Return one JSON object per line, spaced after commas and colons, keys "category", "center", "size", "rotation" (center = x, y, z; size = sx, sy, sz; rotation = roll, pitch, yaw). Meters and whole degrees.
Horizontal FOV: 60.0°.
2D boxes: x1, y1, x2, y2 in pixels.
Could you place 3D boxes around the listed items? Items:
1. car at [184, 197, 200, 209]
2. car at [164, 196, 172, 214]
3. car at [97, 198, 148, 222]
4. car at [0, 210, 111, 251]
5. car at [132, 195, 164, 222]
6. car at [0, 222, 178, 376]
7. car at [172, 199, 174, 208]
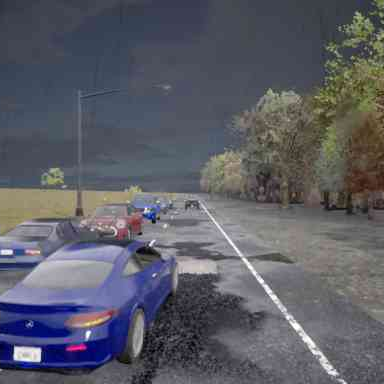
{"category": "car", "center": [0.024, 1.499, 44.326], "size": [1.837, 1.490, 4.892], "rotation": [0, 0, 0]}
{"category": "car", "center": [-3.622, 1.350, 35.244], "size": [2.097, 1.767, 4.553], "rotation": [0, 0, 0]}
{"category": "car", "center": [-3.659, 1.353, 15.662], "size": [2.097, 1.767, 4.553], "rotation": [0, 0, 3]}
{"category": "car", "center": [-4.518, 1.549, 10.828], "size": [2.033, 1.411, 5.357], "rotation": [0, 0, 3]}
{"category": "car", "center": [-3.625, 1.222, 25.239], "size": [2.150, 2.045, 5.566], "rotation": [0, 0, -1]}
{"category": "car", "center": [-1.444, 1.526, 5.779], "size": [1.812, 1.442, 4.674], "rotation": [0, 0, 7]}
{"category": "car", "center": [-3.630, 1.346, 45.250], "size": [2.097, 1.767, 4.553], "rotation": [0, 0, 0]}
